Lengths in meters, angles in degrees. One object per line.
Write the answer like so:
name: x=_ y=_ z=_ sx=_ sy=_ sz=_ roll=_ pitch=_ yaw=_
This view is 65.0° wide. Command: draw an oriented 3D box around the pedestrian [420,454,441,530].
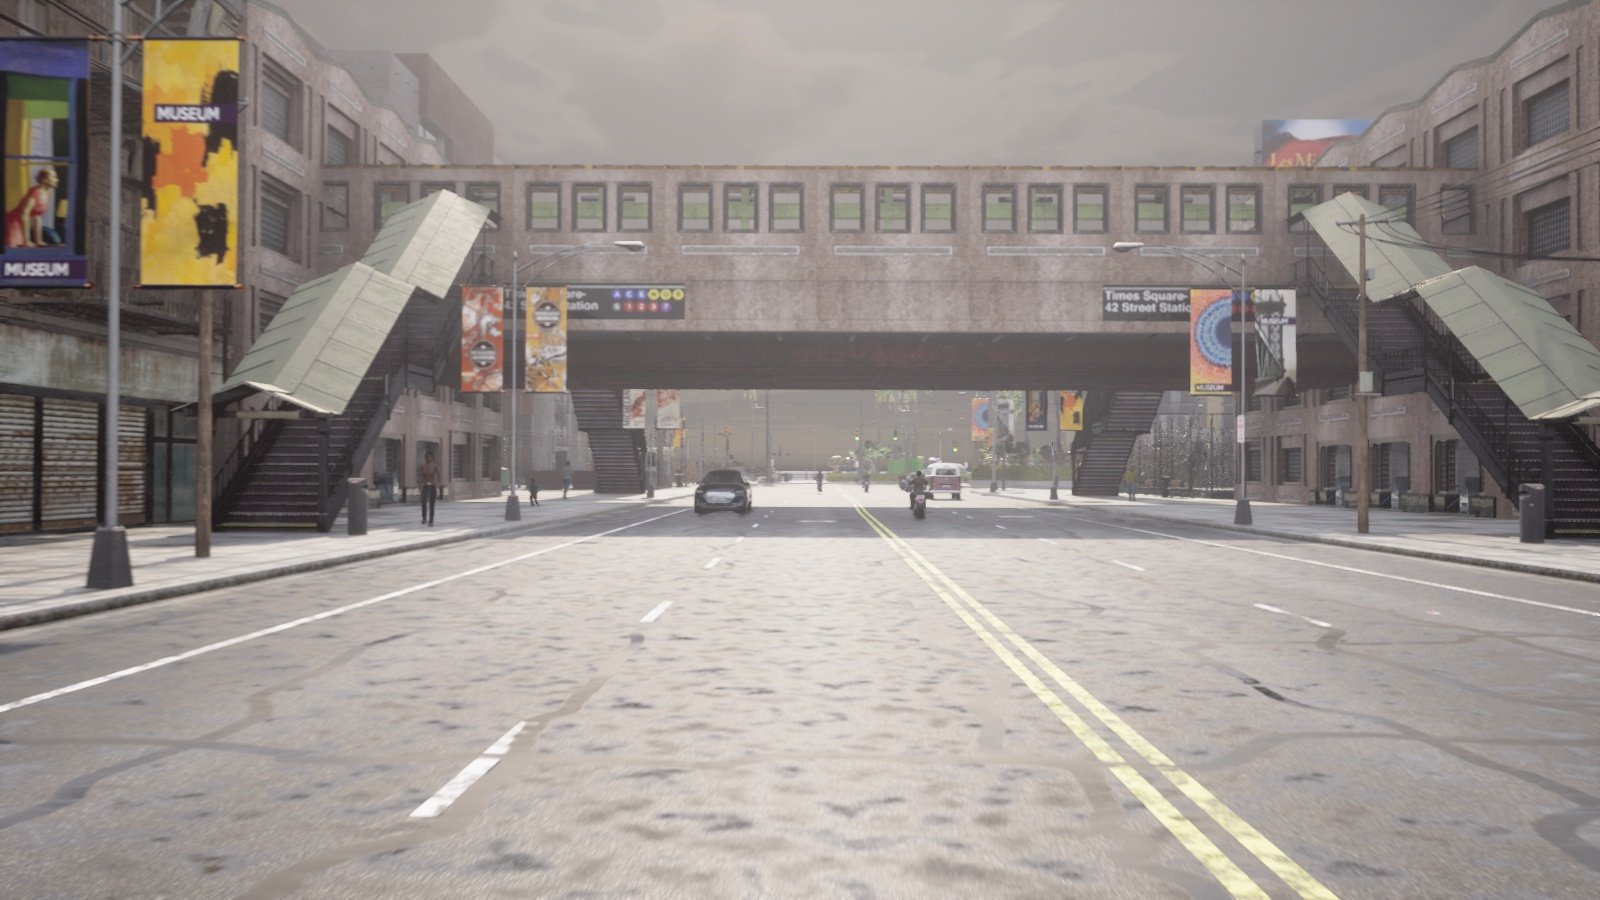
pedestrian: x=-8.961 y=1.011 z=30.460 sx=0.328 sy=1.805 sz=0.869 roll=0 pitch=-1 yaw=-5

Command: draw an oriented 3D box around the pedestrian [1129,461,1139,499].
pedestrian: x=16.324 y=1.446 z=61.404 sx=0.354 sy=1.836 sz=0.706 roll=0 pitch=-1 yaw=3

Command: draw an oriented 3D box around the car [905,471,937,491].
car: x=9.233 y=2.351 z=95.596 sx=1.970 sy=1.475 sz=3.806 roll=0 pitch=-1 yaw=12

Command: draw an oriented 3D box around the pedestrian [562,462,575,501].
pedestrian: x=-11.200 y=1.524 z=60.693 sx=0.354 sy=1.836 sz=0.706 roll=0 pitch=-1 yaw=12

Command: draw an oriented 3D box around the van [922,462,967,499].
van: x=8.220 y=1.712 z=71.734 sx=2.069 sy=2.038 sz=4.480 roll=0 pitch=-1 yaw=1

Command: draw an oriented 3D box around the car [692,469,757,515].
car: x=-2.788 y=1.545 z=47.259 sx=2.033 sy=1.649 sz=4.856 roll=0 pitch=-1 yaw=1

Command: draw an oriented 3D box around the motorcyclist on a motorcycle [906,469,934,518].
motorcyclist on a motorcycle: x=4.147 y=1.480 z=43.497 sx=0.766 sy=1.649 sz=2.350 roll=0 pitch=-1 yaw=1

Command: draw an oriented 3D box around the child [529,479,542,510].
child: x=-10.030 y=1.683 z=47.673 sx=0.343 sy=1.192 sz=0.448 roll=0 pitch=-1 yaw=12
